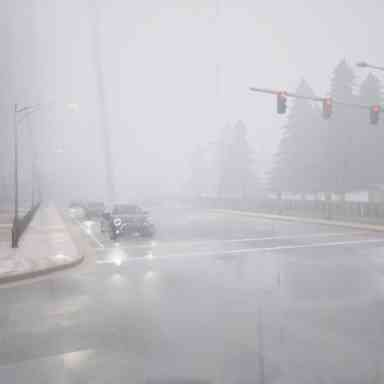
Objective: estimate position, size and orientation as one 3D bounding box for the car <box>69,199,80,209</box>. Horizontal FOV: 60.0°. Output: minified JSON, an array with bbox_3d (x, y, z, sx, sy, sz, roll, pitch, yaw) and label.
[{"bbox_3d":[-16.619,1.653,47.958,1.895,1.301,4.718,0,0,-23],"label":"car"}]

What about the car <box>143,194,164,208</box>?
[{"bbox_3d":[-5.972,1.256,49.997,2.150,2.045,5.566,0,0,-23],"label":"car"}]

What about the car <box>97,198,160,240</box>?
[{"bbox_3d":[-3.502,1.401,17.558,2.097,1.767,4.553,0,0,-23],"label":"car"}]

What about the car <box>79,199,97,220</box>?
[{"bbox_3d":[-8.298,1.555,28.617,1.837,1.490,4.892,0,0,-23],"label":"car"}]

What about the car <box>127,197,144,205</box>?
[{"bbox_3d":[-10.245,1.637,59.733,1.895,1.301,4.718,0,0,-23],"label":"car"}]
